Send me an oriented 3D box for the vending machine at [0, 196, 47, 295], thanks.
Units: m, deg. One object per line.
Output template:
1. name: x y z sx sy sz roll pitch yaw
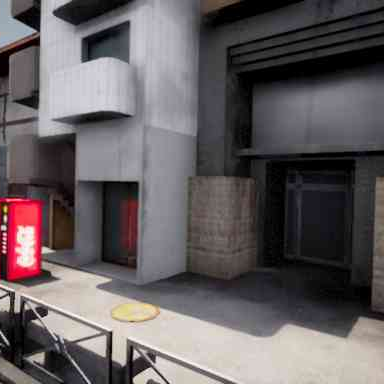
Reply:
1. vending machine: -4.200 1.170 7.849 0.880 2.100 1.100 2 1 35
